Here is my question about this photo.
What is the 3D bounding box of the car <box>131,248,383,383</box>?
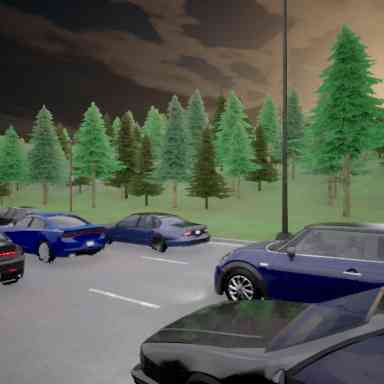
[{"bbox_3d":[1.986,1.547,2.521,5.357,1.411,2.033,0,0,36],"label":"car"}]

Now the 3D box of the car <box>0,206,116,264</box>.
[{"bbox_3d":[-5.251,1.481,12.013,5.008,1.535,1.882,0,0,35],"label":"car"}]

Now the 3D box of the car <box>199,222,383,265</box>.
[{"bbox_3d":[2.661,1.352,6.357,4.553,1.767,2.097,0,0,36],"label":"car"}]

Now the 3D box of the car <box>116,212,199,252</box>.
[{"bbox_3d":[-1.826,1.551,13.871,5.357,1.411,2.033,0,0,35],"label":"car"}]

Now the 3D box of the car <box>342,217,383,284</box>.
[{"bbox_3d":[6.434,1.505,7.974,4.892,1.490,1.837,0,0,36],"label":"car"}]

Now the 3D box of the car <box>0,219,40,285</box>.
[{"bbox_3d":[-6.061,1.508,8.274,4.892,1.490,1.837,0,0,36],"label":"car"}]
